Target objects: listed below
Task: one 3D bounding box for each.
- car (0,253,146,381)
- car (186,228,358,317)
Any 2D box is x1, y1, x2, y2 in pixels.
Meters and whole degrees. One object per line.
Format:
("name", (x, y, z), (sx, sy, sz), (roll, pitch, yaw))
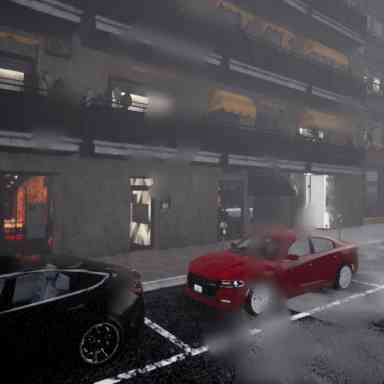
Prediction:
("car", (-2.673, 1.566, 4.184), (4.313, 1.339, 1.947), (0, 1, -35))
("car", (1.944, 1.545, 7.477), (4.507, 1.381, 1.887), (0, 1, -35))
